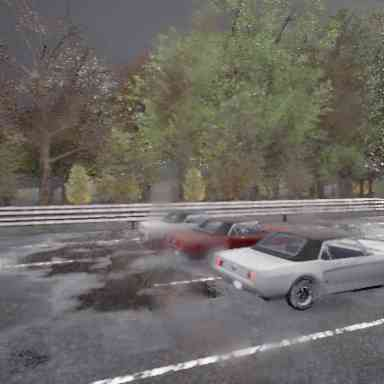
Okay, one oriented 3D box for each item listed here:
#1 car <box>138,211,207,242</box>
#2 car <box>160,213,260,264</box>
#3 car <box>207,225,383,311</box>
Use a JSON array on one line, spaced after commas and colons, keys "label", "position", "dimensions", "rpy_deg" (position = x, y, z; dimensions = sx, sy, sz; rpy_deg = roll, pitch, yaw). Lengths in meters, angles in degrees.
[{"label": "car", "position": [0.254, 1.433, 13.835], "dimensions": [4.718, 1.301, 1.895], "rpy_deg": [-1, 1, -23]}, {"label": "car", "position": [1.595, 1.472, 10.603], "dimensions": [4.718, 1.301, 1.895], "rpy_deg": [-1, 1, -23]}, {"label": "car", "position": [2.935, 1.509, 7.372], "dimensions": [4.718, 1.301, 1.895], "rpy_deg": [-1, 1, -23]}]
